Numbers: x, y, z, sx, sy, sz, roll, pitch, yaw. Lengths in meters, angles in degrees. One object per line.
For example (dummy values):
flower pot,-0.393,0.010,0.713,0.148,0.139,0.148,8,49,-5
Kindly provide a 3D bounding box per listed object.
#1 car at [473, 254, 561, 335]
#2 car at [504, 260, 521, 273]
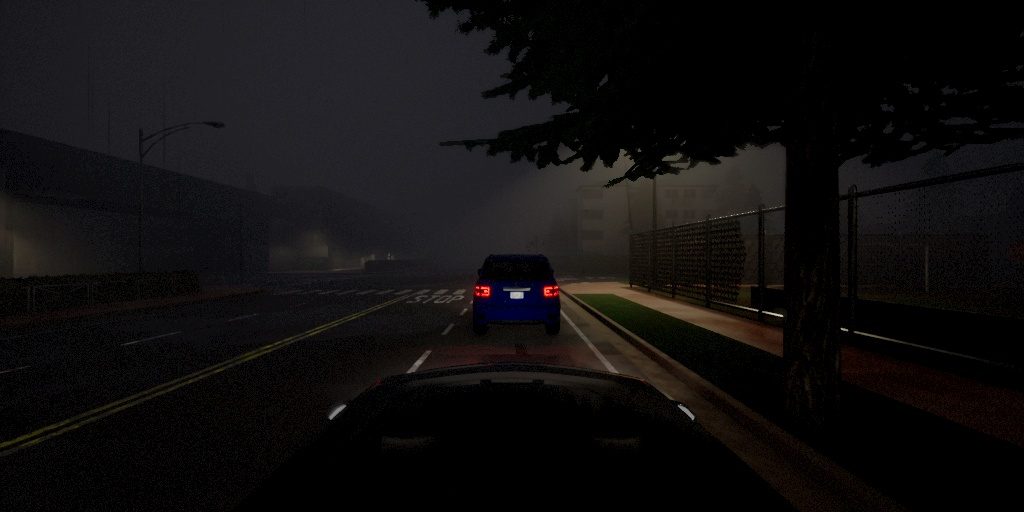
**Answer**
car,0.115,0.972,10.701,2.150,2.045,5.566,0,0,0
car,0.025,1.242,45.576,2.128,1.511,4.902,0,0,0
